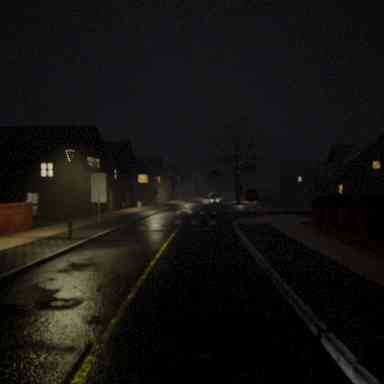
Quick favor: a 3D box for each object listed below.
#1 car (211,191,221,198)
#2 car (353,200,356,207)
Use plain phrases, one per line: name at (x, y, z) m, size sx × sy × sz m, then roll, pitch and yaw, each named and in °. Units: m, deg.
car at (5.383, 0.570, 74.305) m, size 2.033 × 1.411 × 5.357 m, roll 0°, pitch 0°, yaw 12°
car at (14.114, 1.057, 25.196) m, size 5.357 × 1.411 × 2.033 m, roll -1°, pitch 1°, yaw 16°
